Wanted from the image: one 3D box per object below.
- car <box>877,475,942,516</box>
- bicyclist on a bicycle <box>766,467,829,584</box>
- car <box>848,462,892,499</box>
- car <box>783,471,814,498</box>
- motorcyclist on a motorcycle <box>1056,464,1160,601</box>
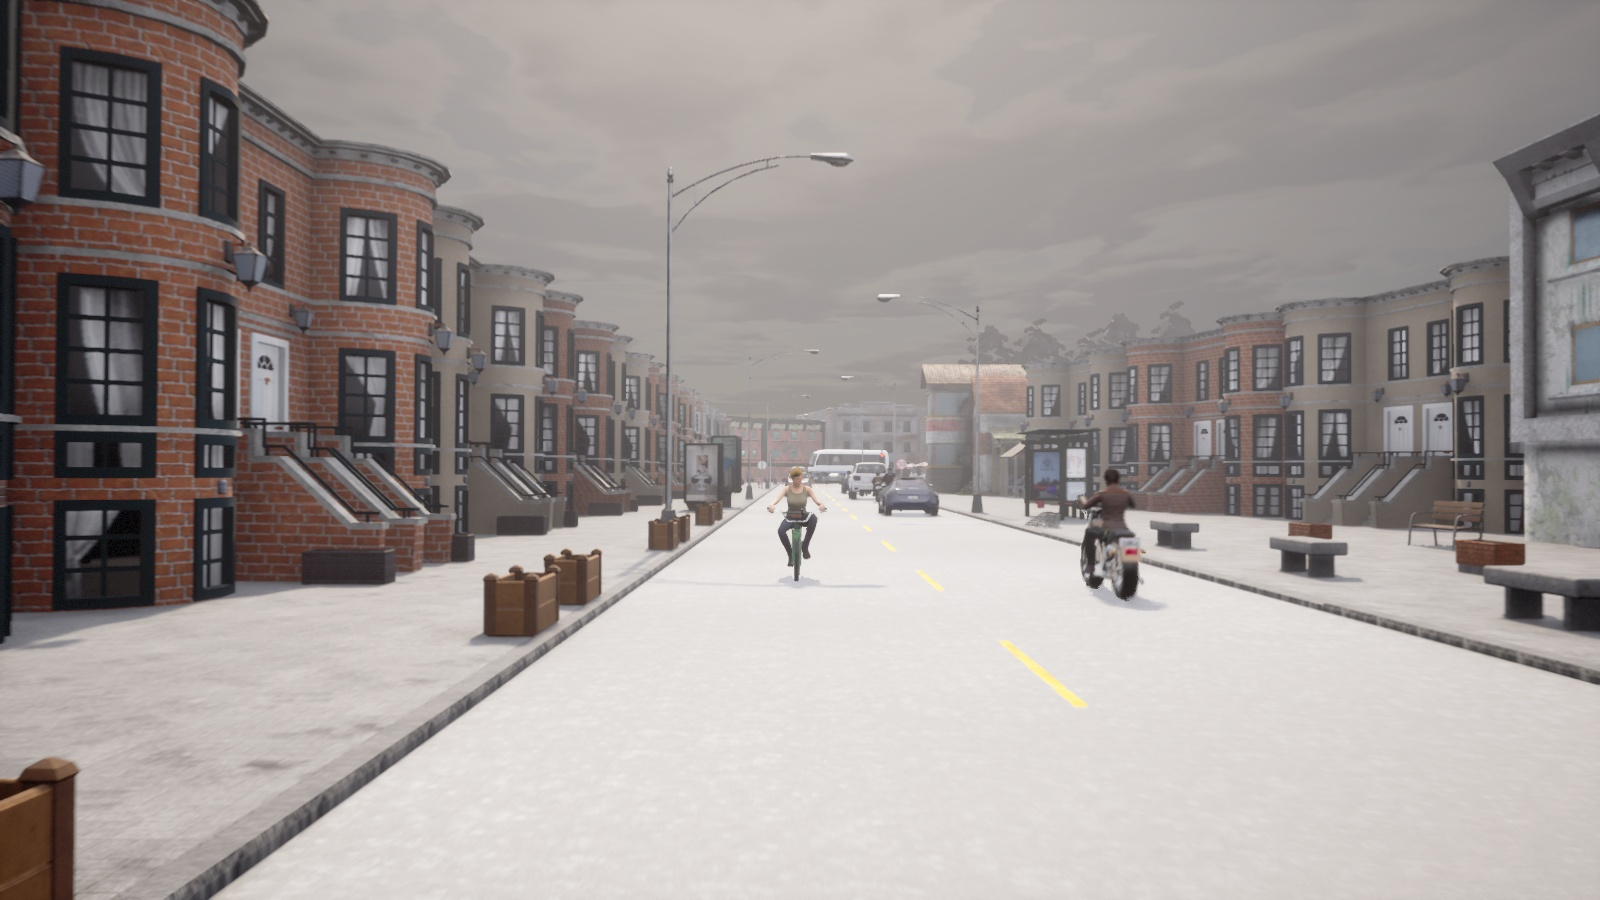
[{"bbox_3d":[3.935,1.630,45.815,1.994,1.385,4.181,0,-1,0],"label":"car"},{"bbox_3d":[-0.037,1.054,18.105,0.866,1.612,1.509,0,-1,0],"label":"bicyclist on a bicycle"},{"bbox_3d":[3.912,1.709,71.170,2.150,2.045,5.566,0,-1,0],"label":"car"},{"bbox_3d":[-0.091,2.070,76.244,1.789,1.549,3.705,0,-1,0],"label":"car"},{"bbox_3d":[3.960,1.023,16.352,0.766,1.649,2.350,0,-1,0],"label":"motorcyclist on a motorcycle"}]
